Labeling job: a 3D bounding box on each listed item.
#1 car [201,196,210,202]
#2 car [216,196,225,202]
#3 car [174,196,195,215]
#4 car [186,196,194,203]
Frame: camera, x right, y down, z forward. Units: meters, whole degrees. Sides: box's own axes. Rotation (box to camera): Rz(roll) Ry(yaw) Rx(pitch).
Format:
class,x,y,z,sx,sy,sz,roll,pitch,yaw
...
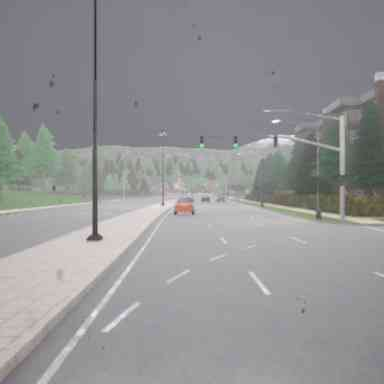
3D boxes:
class,x,y,z,sx,sy,sz,roll,pitch,yaw
car,3.111,1.562,76.143,1.882,1.535,5.008,0,0,1
car,6.611,1.622,76.102,2.033,1.411,5.357,0,0,1
car,-0.772,1.392,34.844,2.097,1.767,4.553,0,0,0
car,-0.392,1.611,75.845,1.812,1.442,4.674,0,0,1
